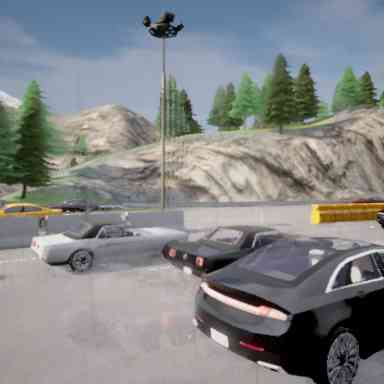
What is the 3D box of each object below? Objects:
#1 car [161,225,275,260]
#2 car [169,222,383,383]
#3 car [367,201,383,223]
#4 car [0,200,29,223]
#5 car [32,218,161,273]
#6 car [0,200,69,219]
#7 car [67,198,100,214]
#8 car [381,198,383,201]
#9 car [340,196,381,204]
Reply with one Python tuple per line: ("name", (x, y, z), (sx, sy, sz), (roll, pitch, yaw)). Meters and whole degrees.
("car", (1.773, 1.563, 9.039), (4.718, 1.301, 1.895), (0, 0, -33))
("car", (2.336, 1.471, 5.205), (4.902, 1.511, 2.128), (0, 0, -34))
("car", (12.964, 1.425, 19.478), (4.902, 1.511, 2.128), (0, 0, -27))
("car", (-14.448, 1.368, 23.642), (4.902, 1.511, 2.128), (0, 0, -34))
("car", (-2.353, 1.551, 10.515), (4.718, 1.301, 1.895), (0, 0, -34))
("car", (-9.782, 1.383, 18.434), (5.008, 1.535, 1.882), (0, 0, -34))
("car", (-10.906, 1.344, 30.186), (4.902, 1.511, 2.128), (0, 0, -32))
("car", (26.344, 1.352, 48.816), (4.674, 1.442, 1.812), (0, 0, -23))
("car", (21.374, 1.322, 42.861), (5.008, 1.535, 1.882), (0, 0, -23))
